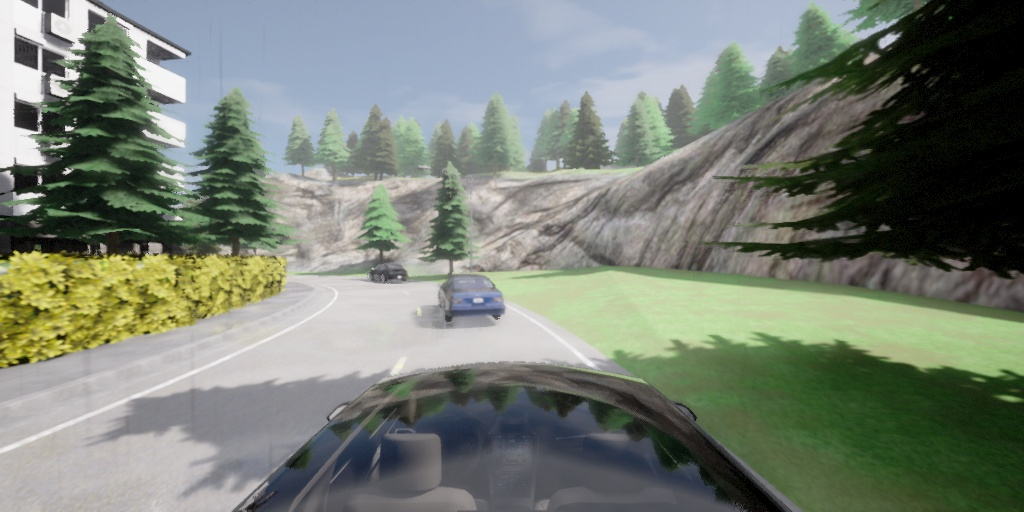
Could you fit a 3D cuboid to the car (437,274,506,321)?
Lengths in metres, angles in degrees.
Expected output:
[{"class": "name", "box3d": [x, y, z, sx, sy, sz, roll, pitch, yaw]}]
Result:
[{"class": "car", "box3d": [-1.591, 1.336, 12.753, 2.033, 1.411, 5.357, 0, 0, -14]}]

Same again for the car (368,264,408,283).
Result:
[{"class": "car", "box3d": [-10.340, 1.377, 29.748, 1.837, 1.490, 4.892, 1, 0, -41]}]
